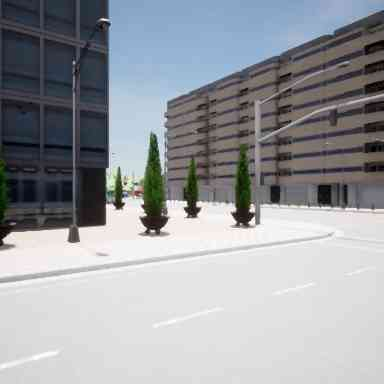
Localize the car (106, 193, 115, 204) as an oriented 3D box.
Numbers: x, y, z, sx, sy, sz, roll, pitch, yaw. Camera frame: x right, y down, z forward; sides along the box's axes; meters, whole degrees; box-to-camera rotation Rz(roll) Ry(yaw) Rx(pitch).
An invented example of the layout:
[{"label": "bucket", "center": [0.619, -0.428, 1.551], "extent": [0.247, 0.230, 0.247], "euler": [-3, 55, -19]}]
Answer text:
[{"label": "car", "center": [-14.785, 1.356, 59.419], "extent": [2.097, 1.767, 4.553], "euler": [0, 0, -35]}]
